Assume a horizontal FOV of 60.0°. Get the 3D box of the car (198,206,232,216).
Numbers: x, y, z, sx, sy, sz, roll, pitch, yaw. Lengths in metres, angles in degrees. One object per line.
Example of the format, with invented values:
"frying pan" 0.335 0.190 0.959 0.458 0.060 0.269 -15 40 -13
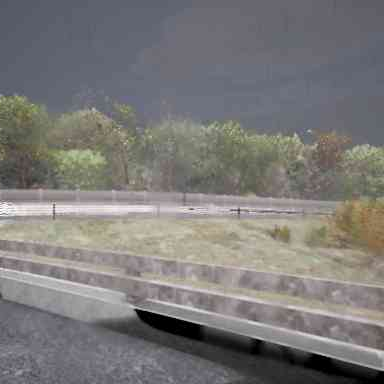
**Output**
"car" 3.036 2.531 45.334 4.718 1.301 1.895 3 -2 -26
